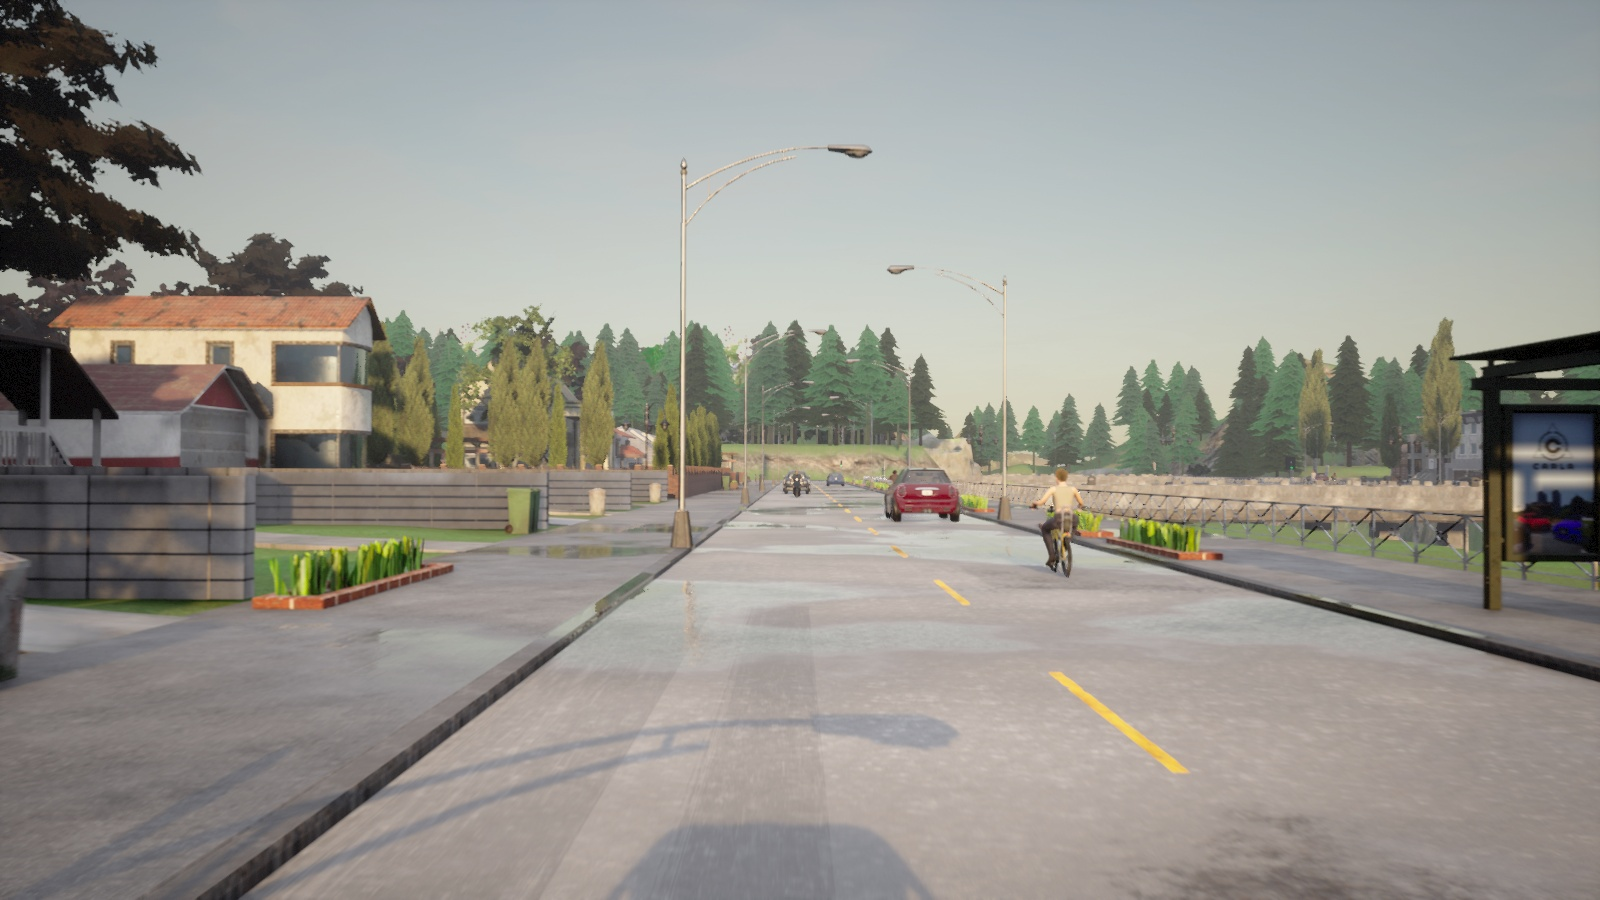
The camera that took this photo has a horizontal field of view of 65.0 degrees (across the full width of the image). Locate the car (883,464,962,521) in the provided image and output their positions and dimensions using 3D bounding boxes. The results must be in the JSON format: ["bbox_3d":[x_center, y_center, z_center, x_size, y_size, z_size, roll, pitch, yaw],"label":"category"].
[{"bbox_3d":[3.904,1.341,40.831,2.097,1.767,4.553,0,-1,0],"label":"car"}]

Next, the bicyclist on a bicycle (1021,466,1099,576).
[{"bbox_3d":[3.954,1.057,19.217,0.866,1.612,1.509,0,-1,0],"label":"bicyclist on a bicycle"}]

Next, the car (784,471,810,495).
[{"bbox_3d":[-0.199,2.224,85.443,1.789,1.549,3.705,0,-1,0],"label":"car"}]
